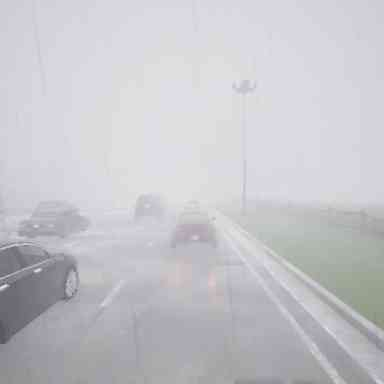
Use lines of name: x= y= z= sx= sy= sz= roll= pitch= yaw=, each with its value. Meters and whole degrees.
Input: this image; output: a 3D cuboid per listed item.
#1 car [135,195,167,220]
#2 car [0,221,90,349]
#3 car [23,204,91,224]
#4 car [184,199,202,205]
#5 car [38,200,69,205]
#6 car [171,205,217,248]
car: x=-3.416 y=1.244 z=28.060 sx=2.150 sy=2.045 sz=5.566 roll=0 pitch=0 yaw=0
car: x=-3.403 y=1.510 z=5.423 sx=1.837 sy=1.490 sz=4.892 roll=0 pitch=0 yaw=0
car: x=-6.909 y=1.560 z=17.257 sx=2.033 sy=1.411 sz=5.357 roll=0 pitch=0 yaw=0
car: x=0.082 y=1.483 z=35.461 sx=1.801 sy=1.575 sz=5.366 roll=0 pitch=0 yaw=0
car: x=-10.412 y=1.370 z=25.742 sx=2.097 sy=1.767 sz=4.553 roll=0 pitch=0 yaw=0
car: x=0.090 y=1.537 z=14.700 sx=1.812 sy=1.442 sz=4.674 roll=0 pitch=0 yaw=0
